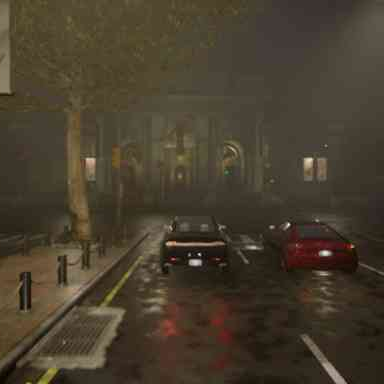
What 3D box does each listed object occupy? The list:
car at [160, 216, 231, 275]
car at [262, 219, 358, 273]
[{"bbox_3d":[0.085,1.487,10.432,2.128,1.511,4.902,0,0,0],"label":"car"},{"bbox_3d":[3.513,1.560,10.636,1.994,1.385,4.181,0,0,1],"label":"car"}]
